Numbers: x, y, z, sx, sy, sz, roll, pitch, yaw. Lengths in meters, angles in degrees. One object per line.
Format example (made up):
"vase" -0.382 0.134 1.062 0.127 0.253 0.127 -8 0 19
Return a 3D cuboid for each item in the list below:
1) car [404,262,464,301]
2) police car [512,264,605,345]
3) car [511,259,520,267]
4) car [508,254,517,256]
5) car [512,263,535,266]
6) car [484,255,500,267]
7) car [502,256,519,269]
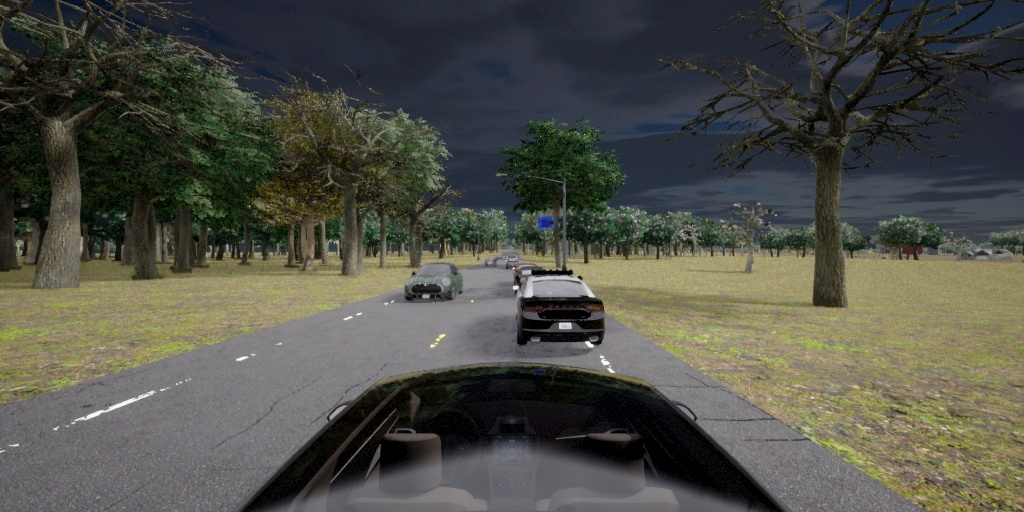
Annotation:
"car" -3.594 1.100 17.217 2.097 1.767 4.553 0 0 0
"police car" 1.052 1.175 9.652 1.930 1.638 5.238 0 0 0
"car" 1.058 1.221 25.540 1.882 1.535 5.008 0 0 0
"car" 0.024 0.721 65.081 2.150 2.045 5.566 0 1 0
"car" 1.056 1.274 19.542 1.812 1.442 4.674 0 0 0
"car" -3.559 1.048 59.880 2.128 1.511 4.902 0 1 0
"car" 0.086 1.106 52.447 2.128 1.511 4.902 0 0 0
